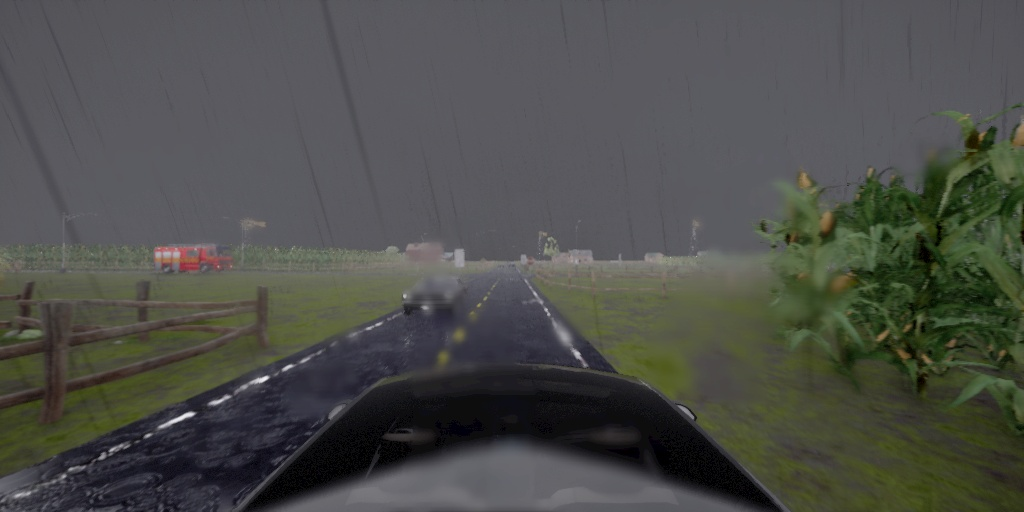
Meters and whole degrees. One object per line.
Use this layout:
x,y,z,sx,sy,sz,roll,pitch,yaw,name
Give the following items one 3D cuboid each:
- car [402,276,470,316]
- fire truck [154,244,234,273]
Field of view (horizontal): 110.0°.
-2.853,1.507,14.323,1.895,1.301,4.718,0,-1,0,car
-42.188,0.351,47.719,8.468,3.827,2.891,0,-1,1,fire truck
